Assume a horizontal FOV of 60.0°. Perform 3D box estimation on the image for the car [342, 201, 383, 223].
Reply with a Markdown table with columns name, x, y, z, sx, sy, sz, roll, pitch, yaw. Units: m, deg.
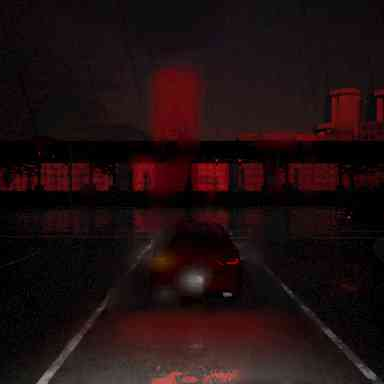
| name | x | y | z | sx | sy | sz | roll | pitch | yaw |
| --- | --- | --- | --- | --- | --- | --- | --- | --- | --- |
| car | 13.752 | 1.549 | 24.422 | 4.718 | 1.301 | 1.895 | 0 | 0 | 2 |

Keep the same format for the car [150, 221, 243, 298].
| name | x | y | z | sx | sy | sz | roll | pitch | yaw |
| --- | --- | --- | --- | --- | --- | --- | --- | --- | --- |
| car | 0.091 | 1.478 | 8.592 | 1.882 | 1.535 | 5.008 | 0 | 0 | 0 |

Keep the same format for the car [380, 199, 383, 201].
| name | x | y | z | sx | sy | sz | roll | pitch | yaw |
| --- | --- | --- | --- | --- | --- | --- | --- | --- | --- |
| car | 22.714 | 1.403 | 38.390 | 4.674 | 1.442 | 1.812 | -1 | 0 | 1 |
